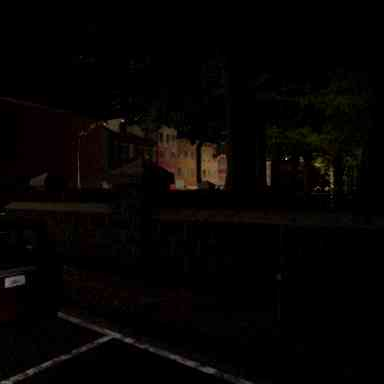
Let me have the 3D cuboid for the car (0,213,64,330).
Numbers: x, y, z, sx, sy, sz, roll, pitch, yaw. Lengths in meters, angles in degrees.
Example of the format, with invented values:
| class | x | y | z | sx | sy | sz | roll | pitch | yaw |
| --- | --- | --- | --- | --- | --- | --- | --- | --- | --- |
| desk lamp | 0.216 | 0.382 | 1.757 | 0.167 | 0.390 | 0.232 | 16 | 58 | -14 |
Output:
| class | x | y | z | sx | sy | sz | roll | pitch | yaw |
| --- | --- | --- | --- | --- | --- | --- | --- | --- | --- |
| car | -4.344 | 1.287 | 5.911 | 5.009 | 1.841 | 2.192 | 0 | 0 | 35 |
